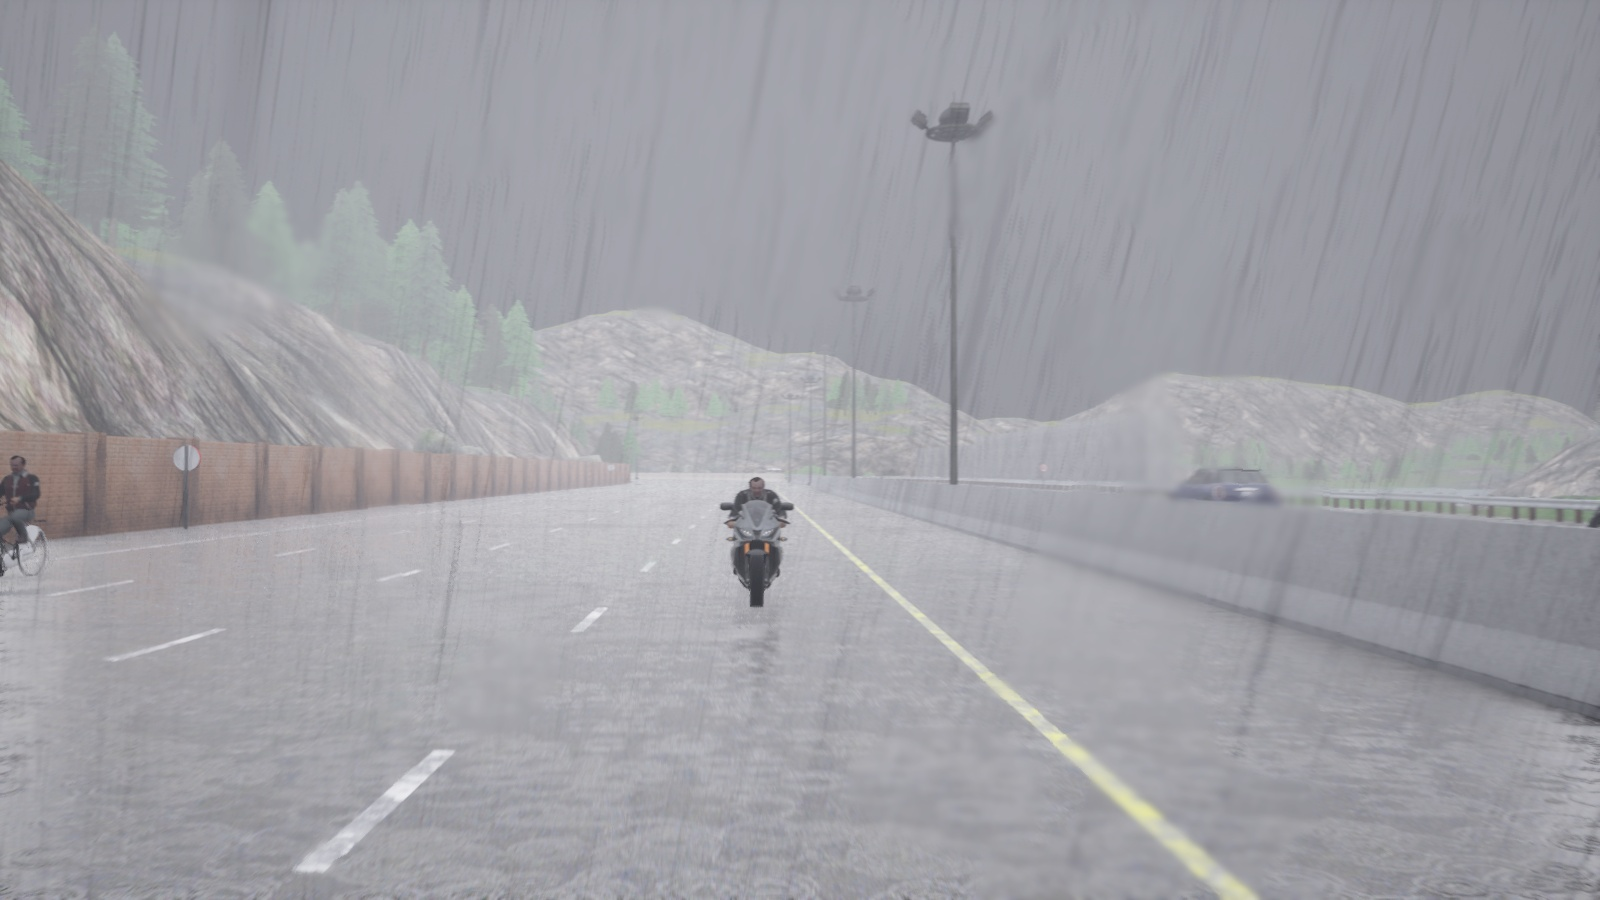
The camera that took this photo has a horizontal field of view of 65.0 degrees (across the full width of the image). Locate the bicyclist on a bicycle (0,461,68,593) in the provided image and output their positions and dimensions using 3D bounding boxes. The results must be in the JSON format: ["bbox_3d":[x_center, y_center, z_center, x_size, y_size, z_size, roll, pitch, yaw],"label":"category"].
[{"bbox_3d":[-11.130,1.048,17.638,0.659,1.776,1.843,0,-1,-2],"label":"bicyclist on a bicycle"}]

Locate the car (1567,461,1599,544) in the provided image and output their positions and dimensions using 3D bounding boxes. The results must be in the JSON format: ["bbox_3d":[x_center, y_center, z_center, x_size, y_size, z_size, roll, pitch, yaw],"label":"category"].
[{"bbox_3d":[16.664,1.007,23.669,1.851,1.617,3.988,0,-1,-2],"label":"car"}]

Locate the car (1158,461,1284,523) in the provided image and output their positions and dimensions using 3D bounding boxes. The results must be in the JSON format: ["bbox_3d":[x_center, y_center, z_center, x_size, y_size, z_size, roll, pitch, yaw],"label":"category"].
[{"bbox_3d":[12.622,1.231,37.980,2.097,1.767,4.553,0,-1,-2],"label":"car"}]

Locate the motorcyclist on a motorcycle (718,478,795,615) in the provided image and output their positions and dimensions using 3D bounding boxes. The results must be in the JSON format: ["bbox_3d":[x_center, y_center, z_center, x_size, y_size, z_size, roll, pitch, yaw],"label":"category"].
[{"bbox_3d":[-0.530,1.107,15.213,0.866,1.530,2.191,0,-1,-2],"label":"motorcyclist on a motorcycle"}]
